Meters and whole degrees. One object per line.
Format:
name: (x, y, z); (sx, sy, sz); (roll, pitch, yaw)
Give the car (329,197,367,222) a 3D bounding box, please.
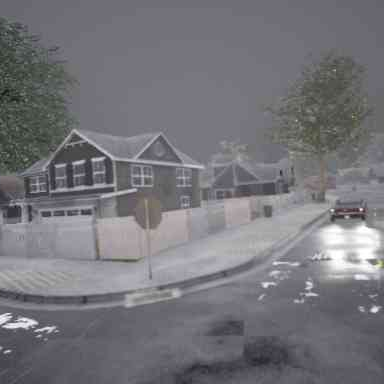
car: (9.548, 1.004, 20.249); (1.895, 1.301, 4.718); (-4, 0, 29)
